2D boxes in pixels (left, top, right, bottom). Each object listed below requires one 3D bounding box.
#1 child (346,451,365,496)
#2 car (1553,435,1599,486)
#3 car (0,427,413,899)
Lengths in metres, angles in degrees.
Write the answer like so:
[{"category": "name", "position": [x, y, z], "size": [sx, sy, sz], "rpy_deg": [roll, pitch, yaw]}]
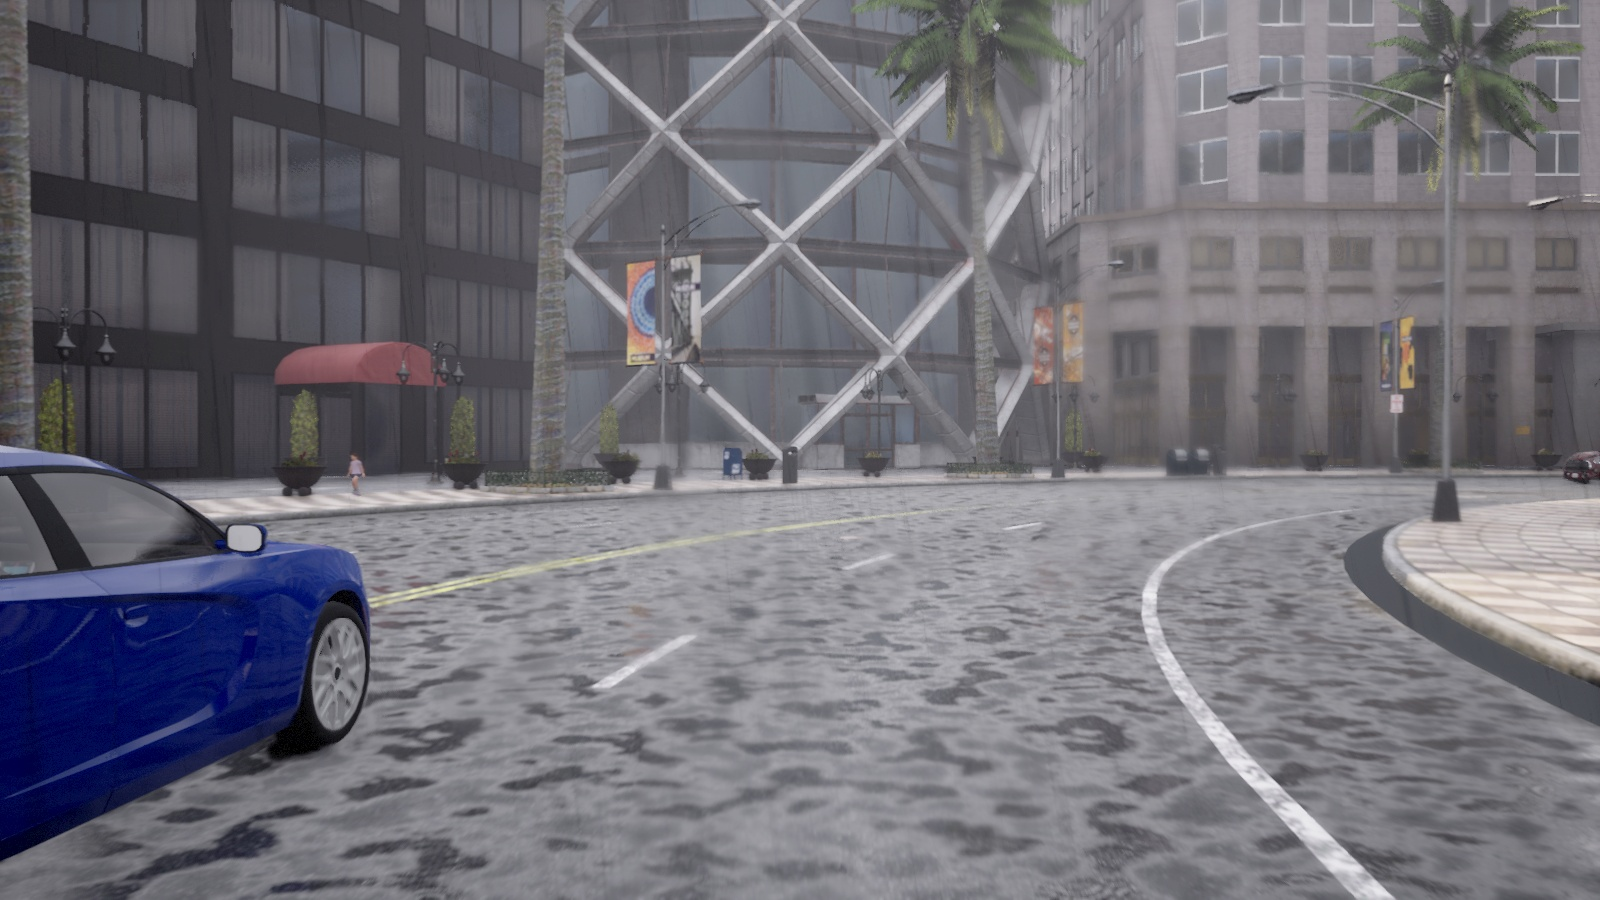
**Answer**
[{"category": "child", "position": [-11.069, 0.581, 31.290], "size": [0.255, 1.110, 0.394], "rpy_deg": [0, 0, 24]}, {"category": "car", "position": [29.481, 0.366, 44.367], "size": [4.553, 1.767, 2.097], "rpy_deg": [0, 0, -3]}, {"category": "car", "position": [-3.281, 0.692, 4.635], "size": [1.882, 1.535, 5.008], "rpy_deg": [0, 0, 4]}]
